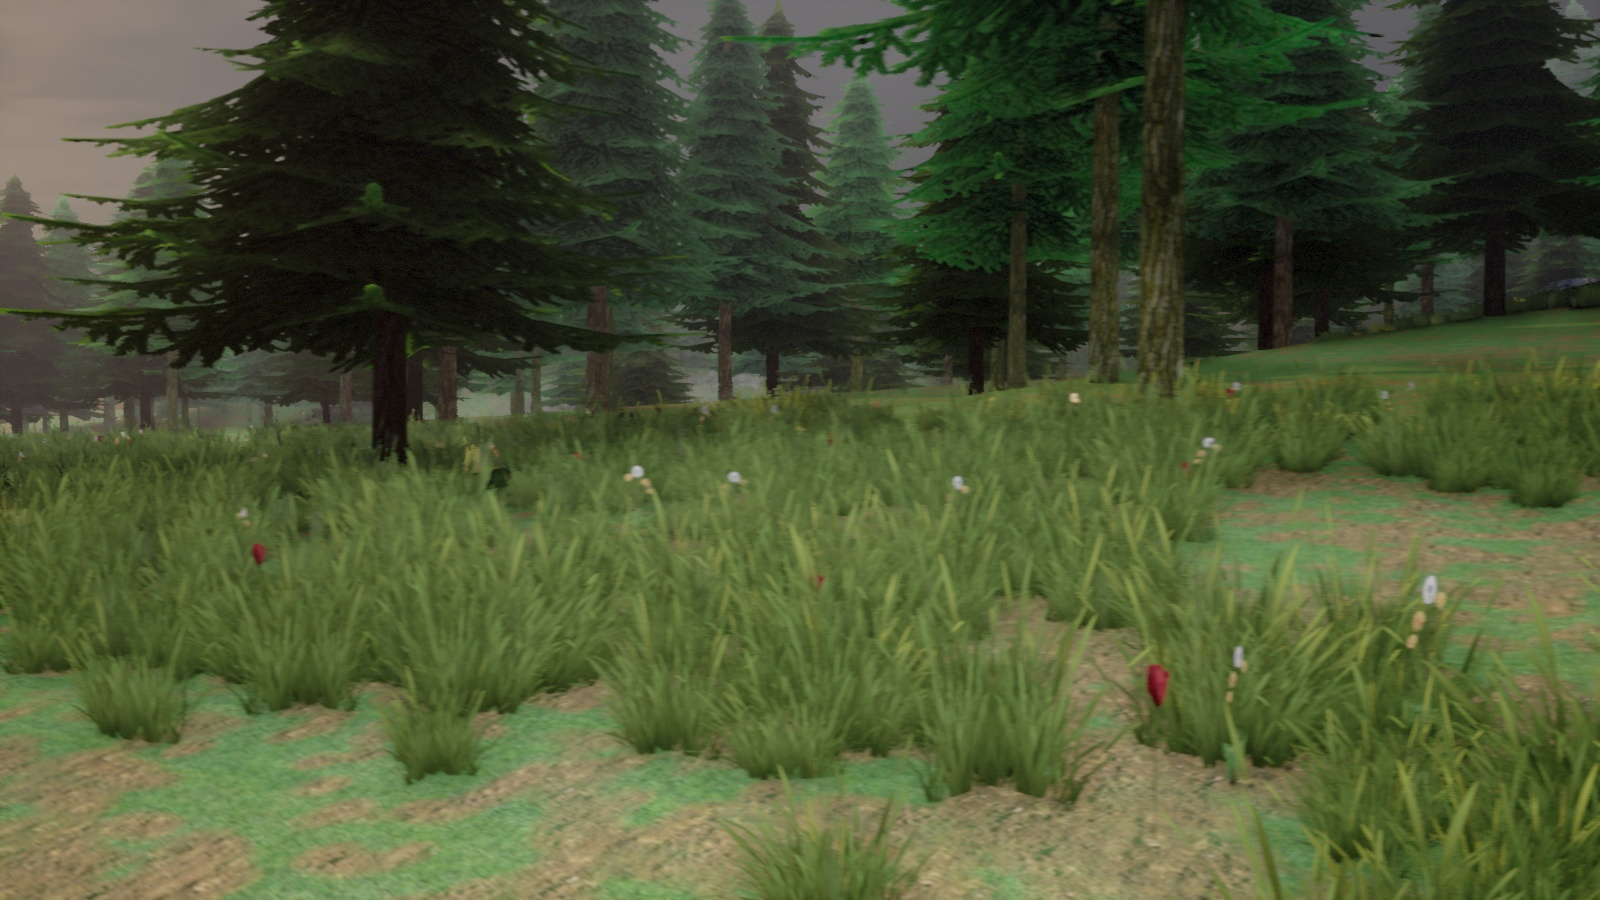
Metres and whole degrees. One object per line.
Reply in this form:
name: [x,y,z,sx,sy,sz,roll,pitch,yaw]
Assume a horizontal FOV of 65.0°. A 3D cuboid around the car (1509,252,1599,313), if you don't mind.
car: [27.139,-5.818,43.402,1.895,1.301,4.718,-1,-4,-11]
